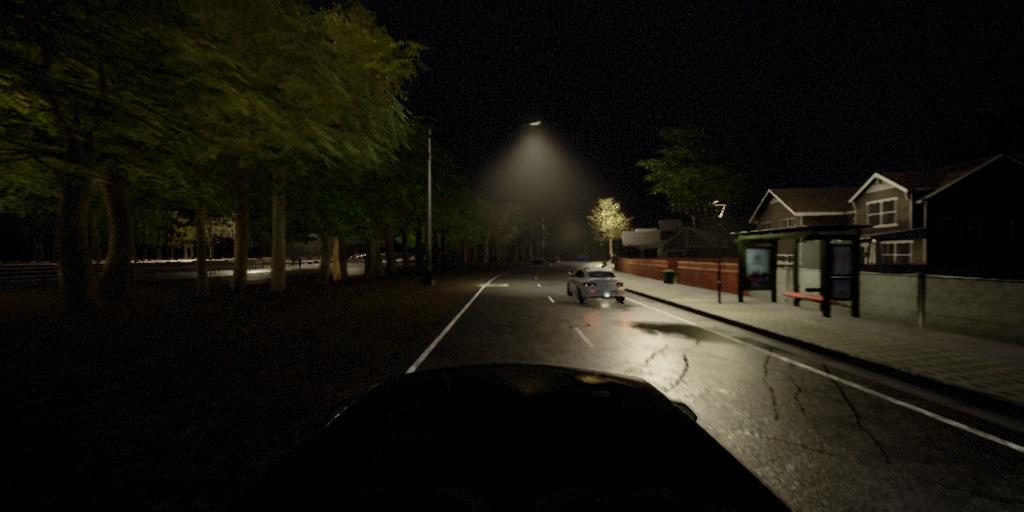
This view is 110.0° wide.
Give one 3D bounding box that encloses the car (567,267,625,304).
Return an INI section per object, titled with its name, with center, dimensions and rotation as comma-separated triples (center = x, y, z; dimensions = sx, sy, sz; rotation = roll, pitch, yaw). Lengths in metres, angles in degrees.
[car]
center = 3.603, 1.221, 15.877
dimensions = 1.812, 1.442, 4.674
rotation = 0, 0, 0

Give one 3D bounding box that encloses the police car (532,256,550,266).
[police car]
center = 4.818, 0.837, 63.534
dimensions = 1.930, 1.638, 5.238
rotation = 0, 0, 16
